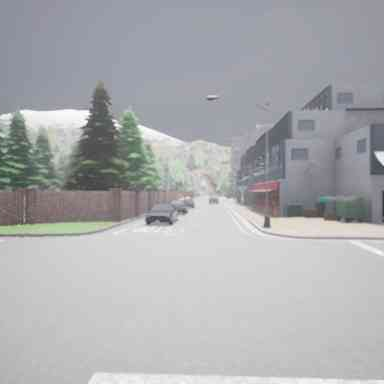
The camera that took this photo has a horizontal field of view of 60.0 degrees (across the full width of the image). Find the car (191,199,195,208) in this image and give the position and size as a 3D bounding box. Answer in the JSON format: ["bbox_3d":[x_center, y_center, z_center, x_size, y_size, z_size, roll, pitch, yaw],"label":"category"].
[{"bbox_3d":[-0.631,1.570,46.663,1.994,1.385,4.181,0,0,4],"label":"car"}]

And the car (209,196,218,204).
[{"bbox_3d":[4.226,1.557,64.660,2.033,1.411,5.357,0,0,4],"label":"car"}]

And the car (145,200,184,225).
[{"bbox_3d":[-2.091,1.551,24.517,2.033,1.411,5.357,0,0,4],"label":"car"}]

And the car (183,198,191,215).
[{"bbox_3d":[-1.440,1.530,34.529,1.812,1.442,4.674,0,0,4],"label":"car"}]
